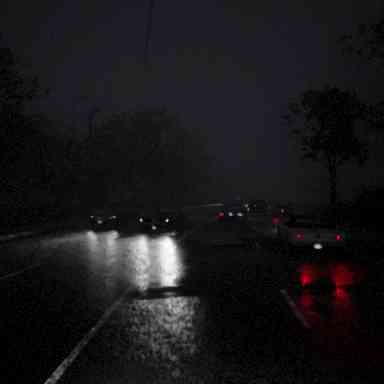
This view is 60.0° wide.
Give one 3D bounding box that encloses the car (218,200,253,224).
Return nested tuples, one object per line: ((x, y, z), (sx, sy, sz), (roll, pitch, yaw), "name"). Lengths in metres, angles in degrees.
((3.144, 1.538, 24.602), (2.033, 1.411, 5.357), (0, 0, 13), "car")

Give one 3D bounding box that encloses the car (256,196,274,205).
((13.102, 1.519, 59.363), (1.812, 1.442, 4.674), (0, 0, 30), "car")

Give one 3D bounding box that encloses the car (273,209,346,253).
((4.697, 1.605, 13.813), (1.895, 1.301, 4.718), (0, 0, 8), "car")

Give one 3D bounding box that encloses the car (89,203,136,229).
((-4.836, 1.456, 21.471), (2.128, 1.511, 4.902), (0, 0, 11), "car")

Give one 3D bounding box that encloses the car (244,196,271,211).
((8.033, 1.560, 40.302), (1.994, 1.385, 4.181), (0, 0, 21), "car")

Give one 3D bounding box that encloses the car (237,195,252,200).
((9.913, 1.324, 60.825), (2.097, 1.767, 4.553), (0, 0, 30), "car")

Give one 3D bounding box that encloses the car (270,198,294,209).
((8.927, 1.534, 32.445), (1.812, 1.442, 4.674), (0, 0, 17), "car")

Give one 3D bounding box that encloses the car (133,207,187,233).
((-1.633, 1.578, 19.742), (1.895, 1.301, 4.718), (0, 0, 10), "car")
